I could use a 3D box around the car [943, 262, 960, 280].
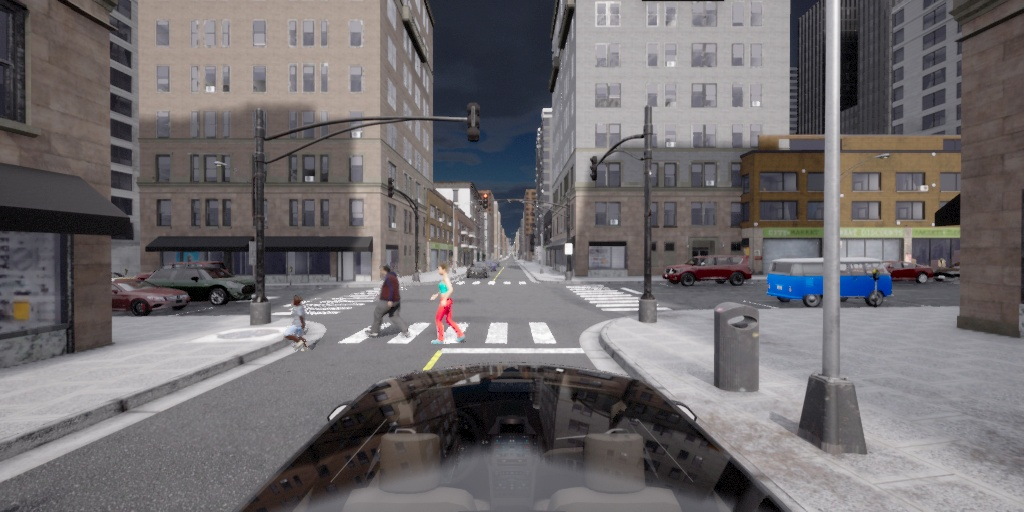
[{"bbox_3d":[28.930,0.916,22.327,4.313,1.339,1.948,0,0,0],"label":"car"}]

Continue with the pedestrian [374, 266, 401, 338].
[{"bbox_3d":[-2.999,1.043,8.645,0.375,1.860,0.375,0,0,0],"label":"pedestrian"}]

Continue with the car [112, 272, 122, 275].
[{"bbox_3d":[-26.012,1.550,22.210,4.829,1.417,1.751,0,0,0],"label":"car"}]

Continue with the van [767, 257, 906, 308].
[{"bbox_3d":[12.122,0.957,13.766,3.998,1.789,1.690,0,0,0],"label":"van"}]

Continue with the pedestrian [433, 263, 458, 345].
[{"bbox_3d":[-1.484,1.043,8.043,0.375,1.860,0.375,0,0,0],"label":"pedestrian"}]

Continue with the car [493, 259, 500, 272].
[{"bbox_3d":[-3.067,1.119,46.683,2.097,1.767,4.553,0,0,0],"label":"car"}]

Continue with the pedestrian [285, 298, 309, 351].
[{"bbox_3d":[-4.416,1.043,7.444,0.375,1.860,0.375,0,0,0],"label":"pedestrian"}]

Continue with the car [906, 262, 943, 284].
[{"bbox_3d":[23.321,0.965,22.315,4.507,1.381,1.888,0,0,0],"label":"car"}]

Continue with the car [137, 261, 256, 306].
[{"bbox_3d":[-14.005,1.269,16.351,4.553,1.767,2.097,-1,0,0],"label":"car"}]

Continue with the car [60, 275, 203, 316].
[{"bbox_3d":[-14.814,1.527,13.708,4.207,1.307,1.802,0,0,0],"label":"car"}]

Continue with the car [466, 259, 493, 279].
[{"bbox_3d":[-3.082,1.259,33.386,1.837,1.490,4.892,0,0,0],"label":"car"}]

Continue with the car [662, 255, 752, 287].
[{"bbox_3d":[12.103,0.872,22.291,5.009,1.841,2.192,0,0,0],"label":"car"}]
